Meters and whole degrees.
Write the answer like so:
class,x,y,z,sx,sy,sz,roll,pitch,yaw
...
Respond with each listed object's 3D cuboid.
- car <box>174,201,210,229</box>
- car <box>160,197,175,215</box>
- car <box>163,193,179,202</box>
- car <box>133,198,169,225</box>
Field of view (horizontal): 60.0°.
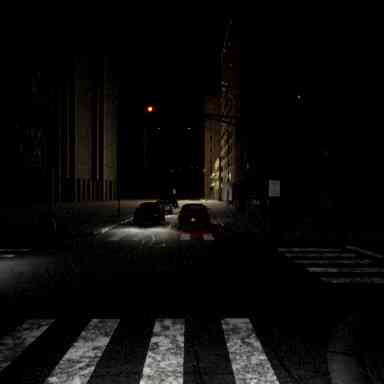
class,x,y,z,sx,sy,sz,roll,pitch,yaw
car,0.143,1.478,21.760,1.882,1.535,5.008,0,0,2
car,-3.034,1.527,34.401,1.812,1.442,4.674,0,0,0
car,-2.999,1.222,45.111,2.150,2.045,5.566,0,0,1
car,-3.052,1.479,24.437,1.882,1.535,5.008,0,0,0
